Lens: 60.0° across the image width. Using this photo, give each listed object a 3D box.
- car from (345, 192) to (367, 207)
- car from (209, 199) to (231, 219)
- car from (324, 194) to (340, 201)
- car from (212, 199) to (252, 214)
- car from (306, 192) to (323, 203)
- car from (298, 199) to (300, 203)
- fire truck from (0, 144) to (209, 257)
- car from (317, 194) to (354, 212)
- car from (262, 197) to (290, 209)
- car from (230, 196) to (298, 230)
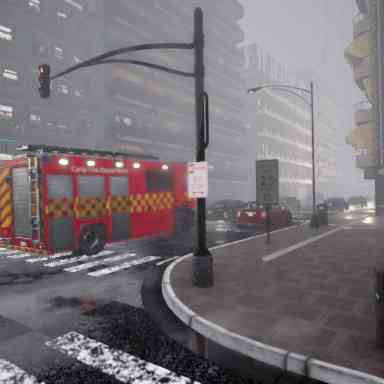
[{"bbox_3d":[20.817,1.087,41.840,1.887,1.381,4.507,-1,0,36],"label":"car"},{"bbox_3d":[2.702,1.334,26.862,1.837,1.490,4.892,-1,-1,36],"label":"car"},{"bbox_3d":[27.415,1.083,65.079,2.008,1.369,4.403,-1,0,36],"label":"car"},{"bbox_3d":[4.028,1.383,33.059,2.008,1.369,4.403,-1,0,36],"label":"car"},{"bbox_3d":[20.729,0.930,55.931,2.192,1.841,5.009,-1,0,36],"label":"car"},{"bbox_3d":[10.782,1.220,37.895,1.837,1.490,4.892,-1,1,37],"label":"car"},{"bbox_3d":[-2.999,0.253,13.797,2.891,3.827,8.468,-1,1,36],"label":"fire truck"},{"bbox_3d":[14.136,1.195,32.692,1.947,1.339,4.313,-1,0,36],"label":"car"},{"bbox_3d":[10.711,1.310,42.208,1.947,1.339,4.313,-1,0,36],"label":"car"},{"bbox_3d":[4.203,1.200,18.906,1.967,1.590,4.097,-1,0,36],"label":"car"}]
